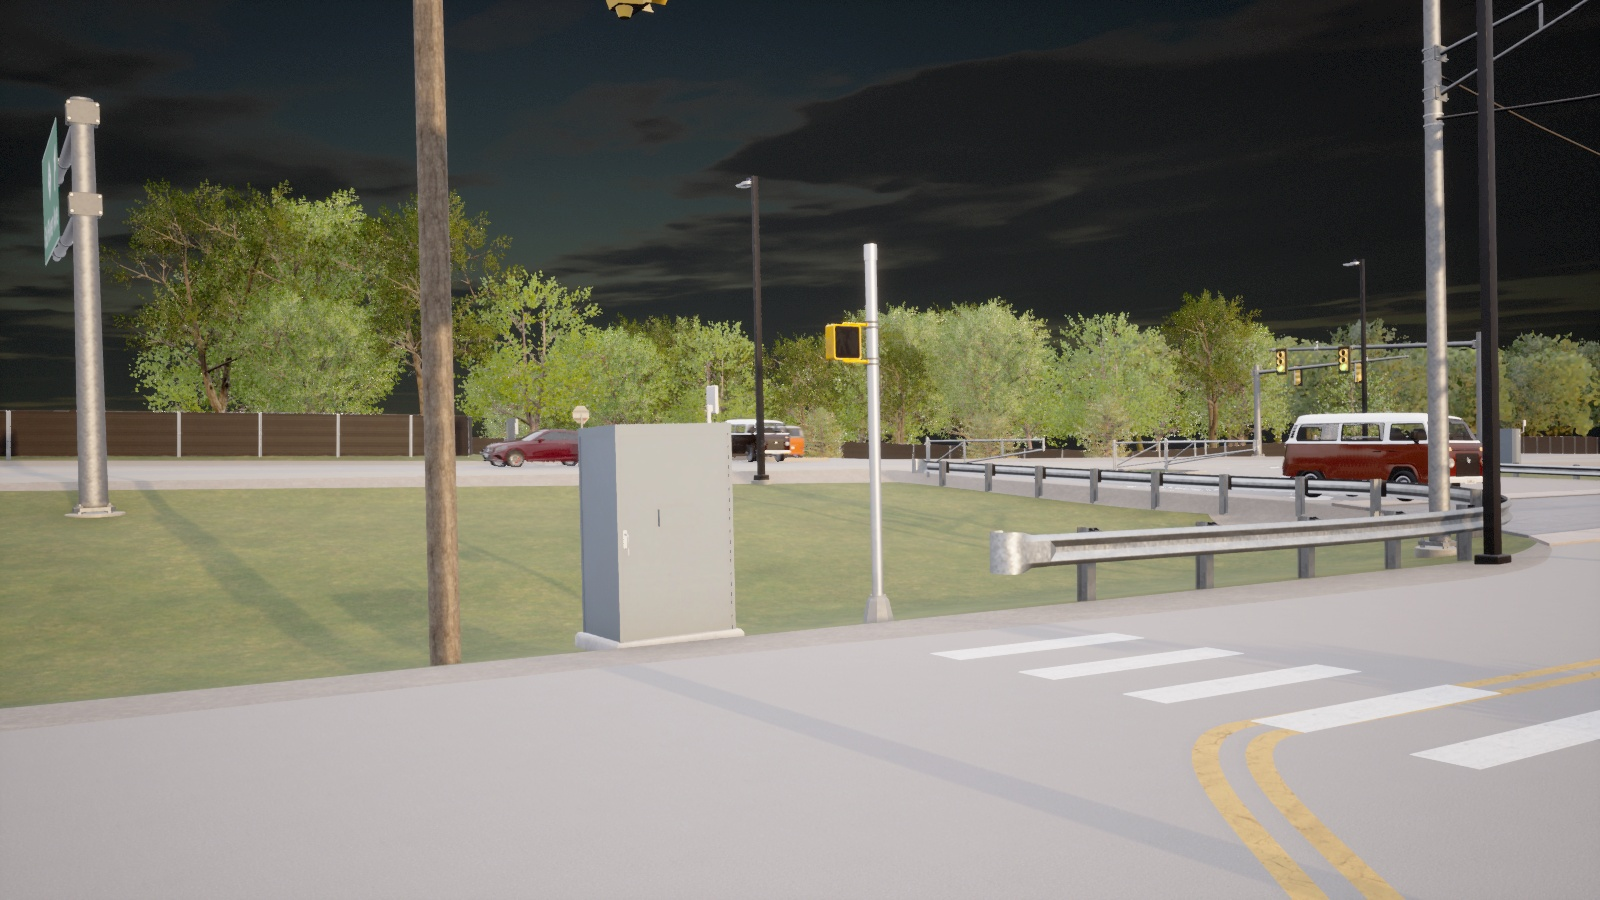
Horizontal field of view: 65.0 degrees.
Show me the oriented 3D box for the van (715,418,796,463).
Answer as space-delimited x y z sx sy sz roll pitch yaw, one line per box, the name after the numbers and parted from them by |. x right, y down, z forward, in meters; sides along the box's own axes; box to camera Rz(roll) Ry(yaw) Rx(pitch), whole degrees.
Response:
-2.161 -0.441 59.505 2.069 2.038 4.480 0 0 -29 | van

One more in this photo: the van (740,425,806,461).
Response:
-1.594 -0.401 73.088 1.775 1.987 4.442 -1 1 -33 | van

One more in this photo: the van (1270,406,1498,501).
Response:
13.653 0.076 29.632 2.069 2.038 4.480 0 0 -30 | van

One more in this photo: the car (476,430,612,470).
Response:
-9.635 -0.024 47.340 4.674 1.442 1.812 0 0 -34 | car
